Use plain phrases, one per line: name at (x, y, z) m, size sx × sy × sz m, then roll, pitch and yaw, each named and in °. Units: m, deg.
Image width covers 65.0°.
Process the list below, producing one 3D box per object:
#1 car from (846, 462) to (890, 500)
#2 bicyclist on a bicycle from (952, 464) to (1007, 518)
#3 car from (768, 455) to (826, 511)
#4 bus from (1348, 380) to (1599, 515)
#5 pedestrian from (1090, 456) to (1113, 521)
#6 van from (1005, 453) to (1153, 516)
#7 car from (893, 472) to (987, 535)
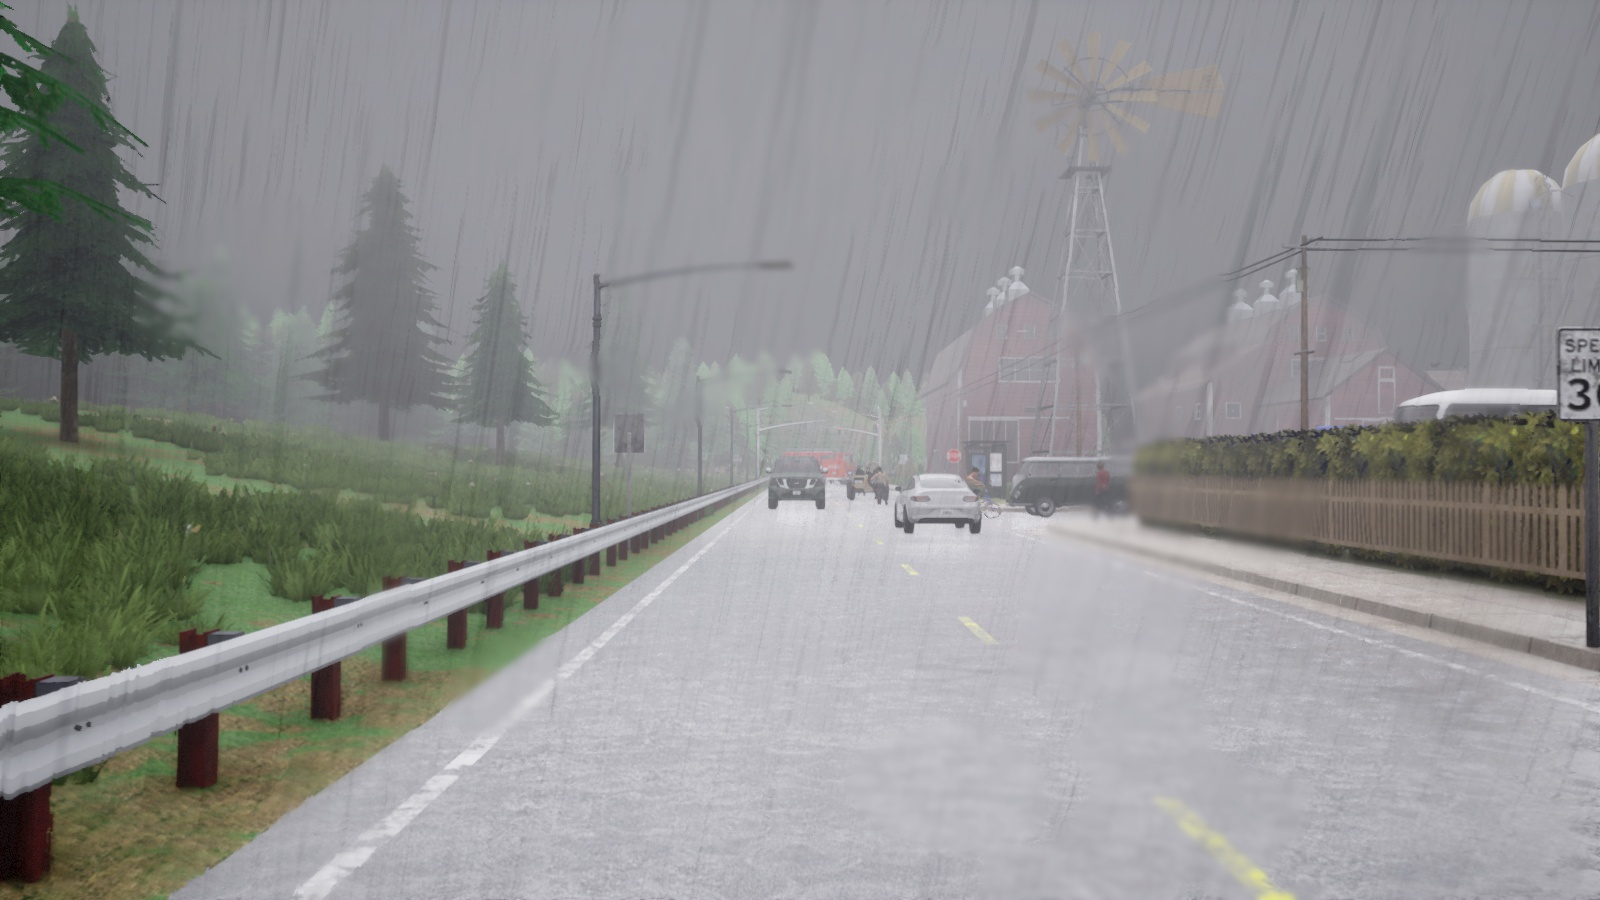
car at (3.357, 1.523, 62.555) m, size 1.932 × 1.855 × 4.605 m, roll 0°, pitch -1°, yaw 0°
bicyclist on a bicycle at (5.544, 1.288, 38.787) m, size 1.509 × 1.612 × 0.866 m, roll -2°, pitch -4°, yaw 20°
car at (-0.112, 1.243, 49.458) m, size 2.150 × 2.045 × 5.566 m, roll 0°, pitch 0°, yaw 0°
bus at (24.164, -0.057, 41.613) m, size 10.273 × 4.253 × 3.944 m, roll 0°, pitch -1°, yaw 0°
pedestrian at (8.577, 1.084, 35.743) m, size 0.331 × 1.846 × 0.636 m, roll 0°, pitch -1°, yaw -20°
van at (9.164, 1.126, 41.430) m, size 4.442 × 1.987 × 1.775 m, roll -1°, pitch -1°, yaw -2°
car at (3.428, 1.282, 31.579) m, size 1.812 × 1.442 × 4.674 m, roll 0°, pitch -1°, yaw 0°
